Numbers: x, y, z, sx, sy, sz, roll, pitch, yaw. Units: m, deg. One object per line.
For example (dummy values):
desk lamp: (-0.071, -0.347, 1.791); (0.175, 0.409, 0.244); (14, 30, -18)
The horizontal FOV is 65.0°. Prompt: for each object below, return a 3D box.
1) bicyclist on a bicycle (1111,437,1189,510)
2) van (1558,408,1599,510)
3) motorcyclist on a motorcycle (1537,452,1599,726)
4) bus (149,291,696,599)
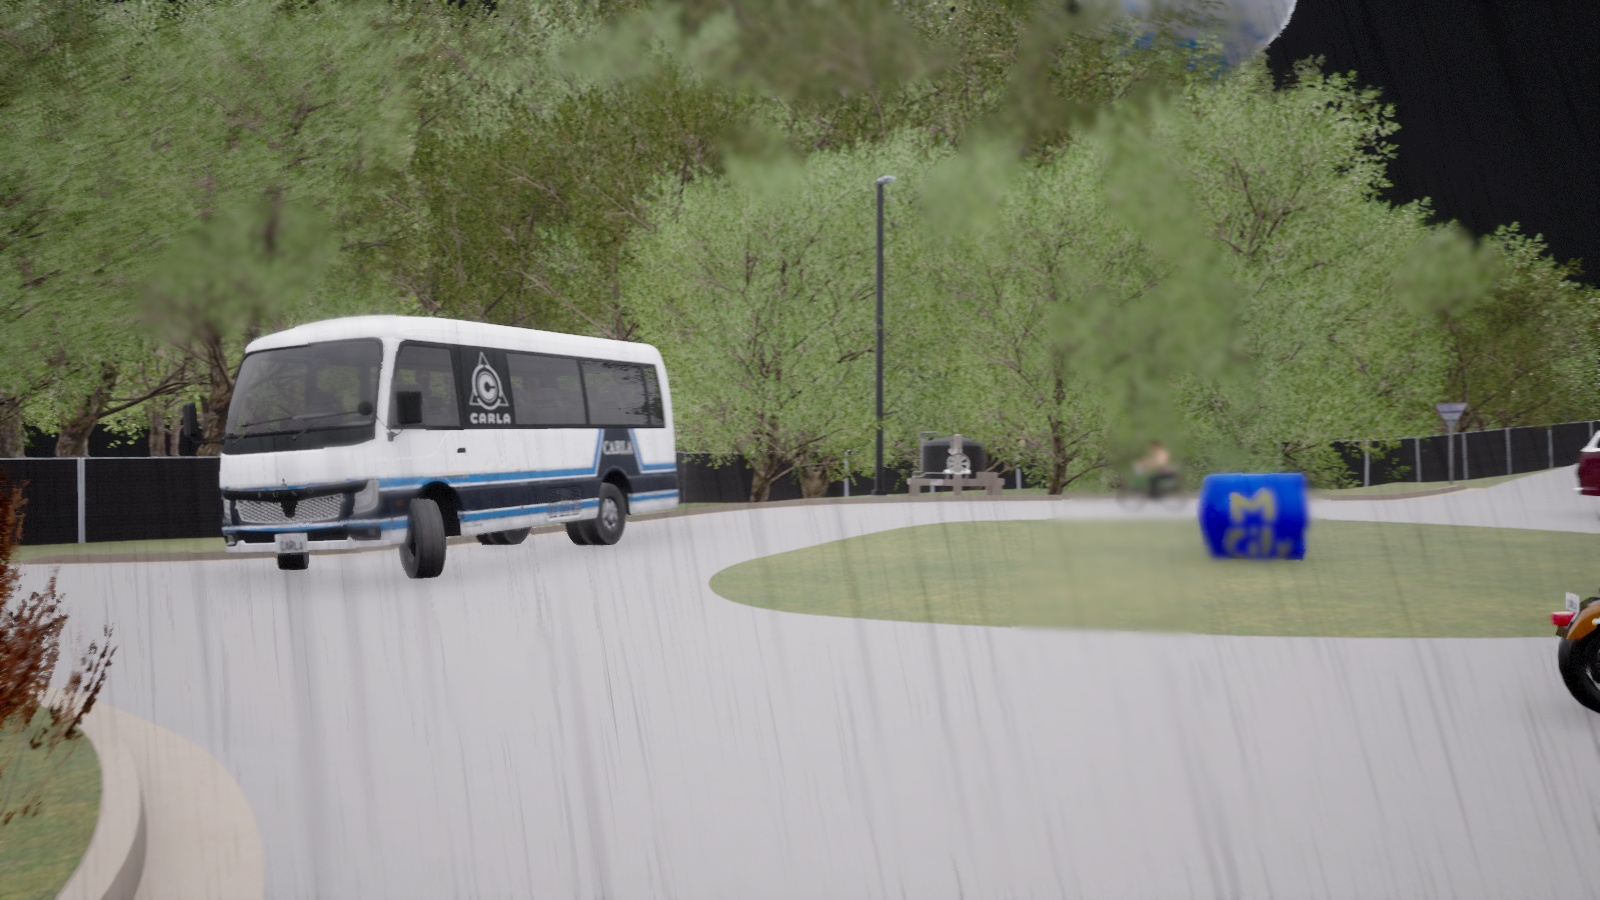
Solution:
bicyclist on a bicycle: (7.937, 0.527, 28.528); (1.509, 1.612, 0.866); (-1, 1, -1)
van: (17.611, 0.180, 24.396); (2.069, 2.038, 4.480); (0, 0, -33)
motorcyclist on a motorcycle: (5.950, 0.820, 7.664); (2.350, 1.649, 0.766); (-1, -1, 15)
bus: (-6.065, -0.086, 23.119); (3.944, 4.253, 10.273); (-4, 0, 21)
